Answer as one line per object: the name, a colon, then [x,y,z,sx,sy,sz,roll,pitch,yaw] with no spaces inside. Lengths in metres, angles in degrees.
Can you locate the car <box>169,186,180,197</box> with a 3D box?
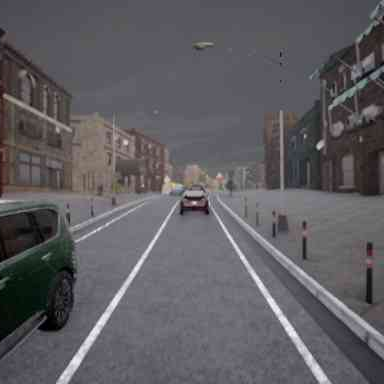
car: [-1.984,-0.095,47.398,1.812,1.442,4.674,0,1,6]

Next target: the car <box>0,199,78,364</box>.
car: [-3.096,1.178,3.719,2.150,2.045,5.566,0,2,0]

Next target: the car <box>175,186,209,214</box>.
car: [0.165,0.622,23.648,2.163,1.488,4.792,0,3,0]
